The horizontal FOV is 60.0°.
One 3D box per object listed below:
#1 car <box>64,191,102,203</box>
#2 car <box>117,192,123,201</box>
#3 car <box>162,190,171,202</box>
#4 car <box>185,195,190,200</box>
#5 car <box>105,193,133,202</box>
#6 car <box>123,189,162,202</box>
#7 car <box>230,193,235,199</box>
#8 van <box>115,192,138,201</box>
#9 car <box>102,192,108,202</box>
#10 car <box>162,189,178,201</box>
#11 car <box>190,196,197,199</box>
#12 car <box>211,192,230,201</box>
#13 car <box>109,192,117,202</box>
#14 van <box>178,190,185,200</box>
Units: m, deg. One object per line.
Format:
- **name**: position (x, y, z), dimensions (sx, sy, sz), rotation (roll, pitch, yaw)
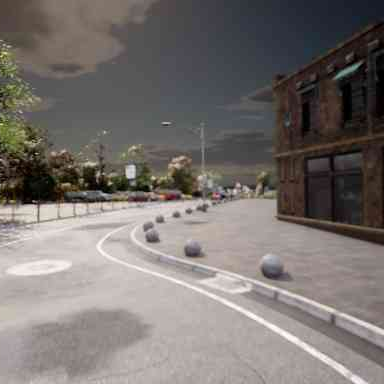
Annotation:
- **car**: position (-18.578, 0.838, 55.306), dimensions (5.566, 2.045, 2.435), rotation (-1, 0, 15)
- **car**: position (-15.840, 1.121, 66.146), dimensions (5.366, 1.575, 1.946), rotation (-1, -1, 15)
- **car**: position (-6.537, 0.879, 52.952), dimensions (5.008, 1.535, 2.097), rotation (-1, 0, 15)
- **car**: position (-3.364, 0.802, 64.677), dimensions (4.553, 1.767, 2.185), rotation (-1, -1, 15)
- **car**: position (-15.133, 1.146, 68.712), dimensions (5.366, 1.575, 1.946), rotation (-1, -1, 15)
- **car**: position (-7.356, 0.757, 50.029), dimensions (4.553, 1.767, 2.185), rotation (-1, 0, 15)
- **car**: position (7.409, 0.859, 67.620), dimensions (2.033, 1.411, 5.357), rotation (-1, 0, 16)
- **van**: position (-14.104, 0.951, 71.329), dimensions (4.442, 1.987, 1.878), rotation (-1, -1, 15)
- **car**: position (-17.899, 1.089, 57.888), dimensions (4.892, 1.521, 2.231), rotation (-1, 0, 15)
- **car**: position (-5.804, 0.625, 55.777), dimensions (5.566, 2.045, 2.435), rotation (-1, 0, 15)
- **car**: position (-2.380, 0.956, 67.431), dimensions (5.366, 1.575, 1.946), rotation (-1, -1, 15)
- **car**: position (4.592, 0.757, 57.587), dimensions (2.128, 1.511, 4.902), rotation (-1, 0, 16)
- **car**: position (-17.153, 0.837, 60.579), dimensions (5.566, 2.045, 2.435), rotation (-1, 0, 15)
- **van**: position (-4.253, 0.680, 61.772), dimensions (4.442, 1.987, 1.878), rotation (-1, -1, 15)
